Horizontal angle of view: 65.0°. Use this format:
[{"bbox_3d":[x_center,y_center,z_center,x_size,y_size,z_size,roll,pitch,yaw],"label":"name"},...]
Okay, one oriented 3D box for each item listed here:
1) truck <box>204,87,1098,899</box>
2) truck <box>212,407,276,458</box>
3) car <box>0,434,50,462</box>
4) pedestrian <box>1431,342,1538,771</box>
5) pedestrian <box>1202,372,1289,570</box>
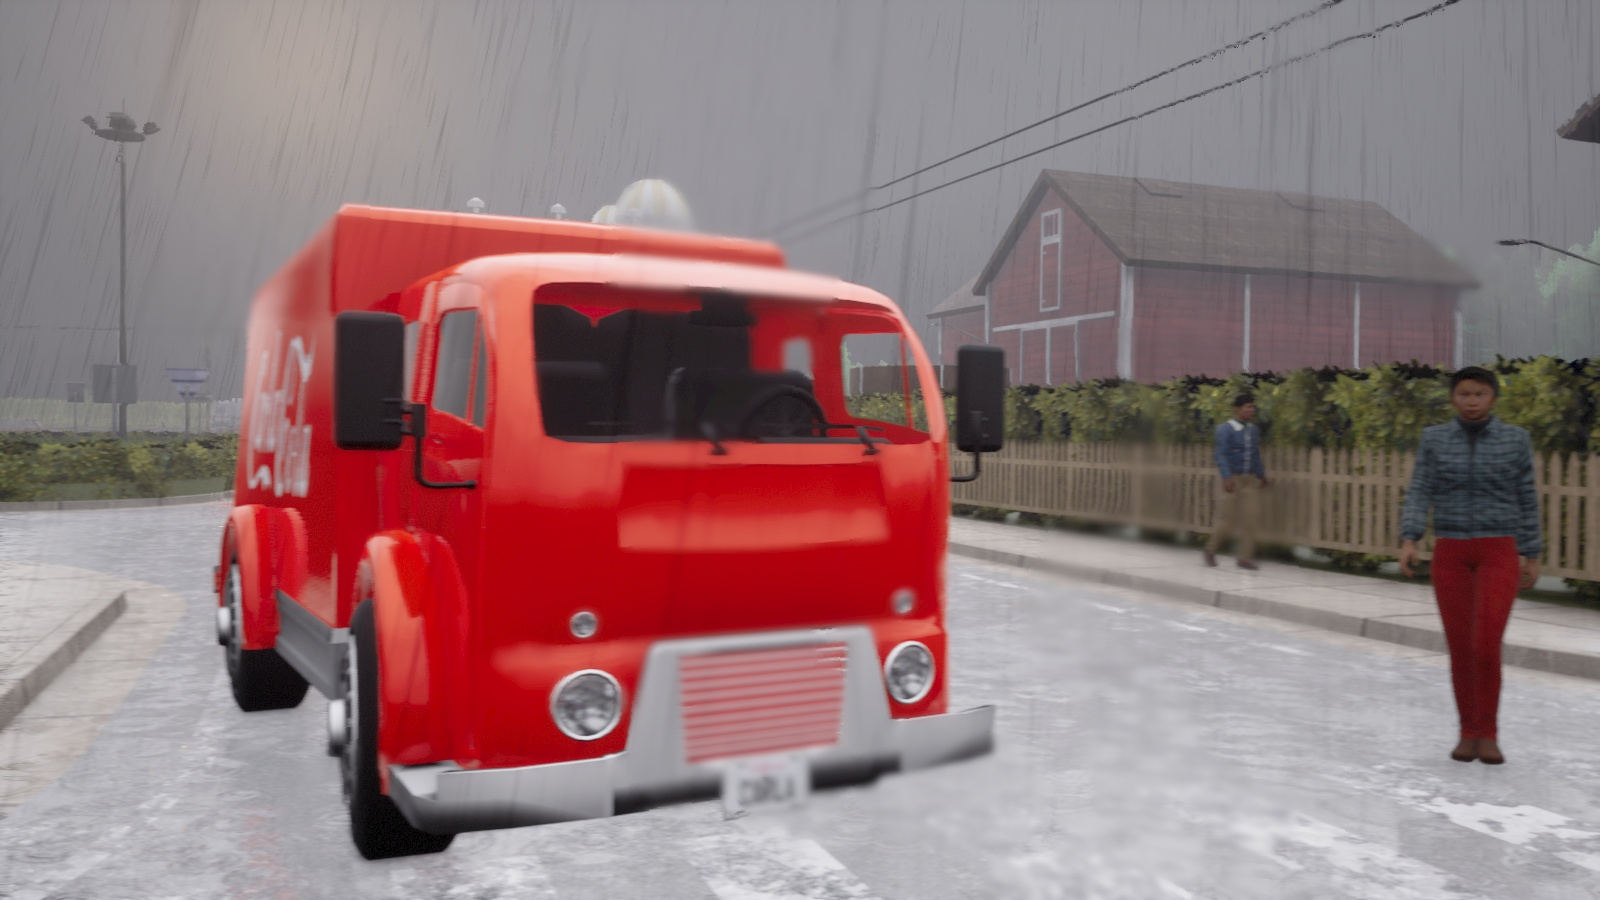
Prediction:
[{"bbox_3d":[-1.319,0.223,6.271,2.627,2.467,5.204,-1,1,-29],"label":"truck"},{"bbox_3d":[-40.128,-1.237,90.921,2.891,3.462,7.936,-1,1,-14],"label":"truck"},{"bbox_3d":[-52.842,-0.135,83.790,4.553,1.767,2.097,-1,1,-23],"label":"car"},{"bbox_3d":[3.143,0.456,5.755,0.353,1.847,0.614,0,1,36],"label":"pedestrian"},{"bbox_3d":[4.525,0.196,12.787,0.423,1.949,0.788,-1,1,-20],"label":"pedestrian"}]
